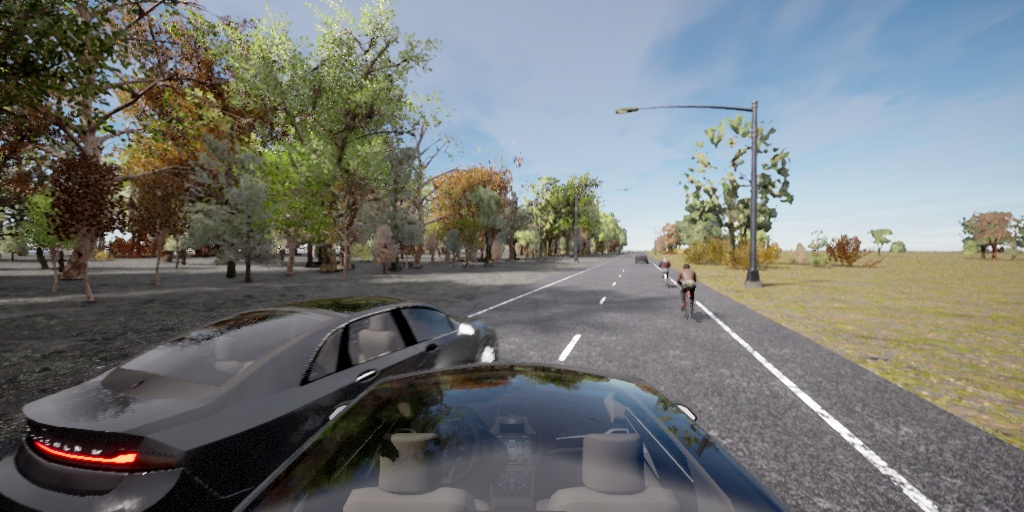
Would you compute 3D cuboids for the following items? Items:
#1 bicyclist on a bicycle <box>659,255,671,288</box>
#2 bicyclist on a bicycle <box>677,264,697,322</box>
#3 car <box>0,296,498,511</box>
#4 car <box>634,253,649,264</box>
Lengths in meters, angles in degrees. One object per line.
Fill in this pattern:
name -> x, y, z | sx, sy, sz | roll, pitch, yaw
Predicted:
bicyclist on a bicycle -> 8.376, 0.827, 19.675 | 0.659, 1.776, 1.843 | 0, 1, 19
bicyclist on a bicycle -> 5.182, 1.057, 10.597 | 0.582, 1.620, 1.656 | 0, 1, 19
car -> -1.713, 1.216, 4.144 | 1.837, 1.490, 4.892 | 0, 1, 19
car -> 19.913, 0.388, 55.097 | 1.837, 1.490, 4.892 | 0, 1, 19
